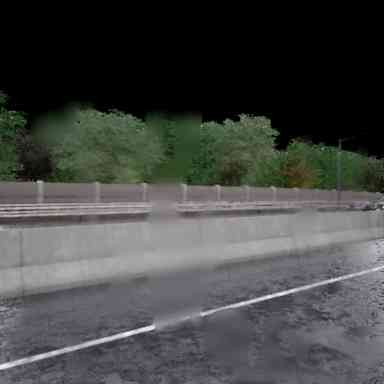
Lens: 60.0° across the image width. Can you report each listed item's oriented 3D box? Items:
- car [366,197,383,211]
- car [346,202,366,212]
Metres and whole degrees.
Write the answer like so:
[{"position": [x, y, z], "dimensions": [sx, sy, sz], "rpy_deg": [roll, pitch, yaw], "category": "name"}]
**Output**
[{"position": [22.185, 1.559, 37.019], "dimensions": [5.566, 2.045, 2.150], "rpy_deg": [1, -1, -35], "category": "car"}, {"position": [21.023, 1.904, 40.482], "dimensions": [5.357, 1.411, 2.033], "rpy_deg": [1, -1, -35], "category": "car"}]
